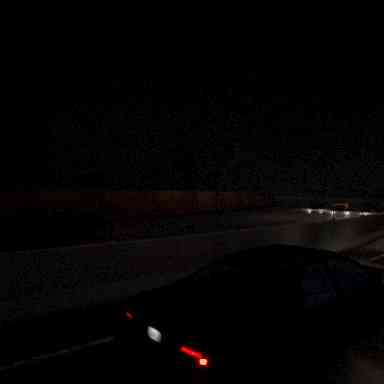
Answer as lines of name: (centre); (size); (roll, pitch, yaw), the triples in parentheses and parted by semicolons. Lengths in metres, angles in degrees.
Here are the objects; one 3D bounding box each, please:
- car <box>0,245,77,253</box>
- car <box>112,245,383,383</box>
car: (-5.608, 1.535, 8.752); (4.892, 1.490, 1.837); (0, 0, -37)
car: (1.554, 1.567, 5.108); (5.357, 1.411, 2.033); (0, 0, -39)
